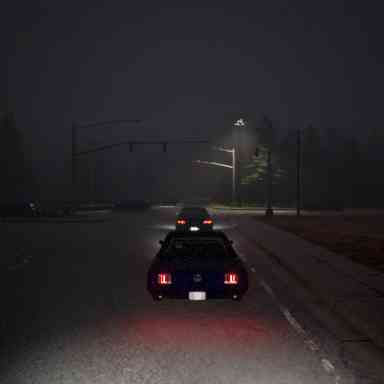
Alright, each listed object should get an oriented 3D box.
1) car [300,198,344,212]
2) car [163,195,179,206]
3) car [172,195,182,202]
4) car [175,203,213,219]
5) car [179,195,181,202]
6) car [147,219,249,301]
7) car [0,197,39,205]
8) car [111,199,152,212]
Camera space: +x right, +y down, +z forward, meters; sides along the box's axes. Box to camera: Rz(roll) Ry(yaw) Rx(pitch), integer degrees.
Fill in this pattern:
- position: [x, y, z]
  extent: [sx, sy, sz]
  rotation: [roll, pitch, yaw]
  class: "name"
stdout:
- position: [14.798, 1.485, 38.046]
  extent: [4.902, 1.511, 2.128]
  rotation: [0, 0, 1]
  class: "car"
- position: [-3.568, 1.528, 54.507]
  extent: [1.994, 1.385, 4.181]
  rotation: [0, 0, 0]
  class: "car"
- position: [-3.387, 1.429, 74.080]
  extent: [1.882, 1.535, 5.008]
  rotation: [0, 0, 1]
  class: "car"
- position: [0.108, 1.512, 17.318]
  extent: [1.812, 1.442, 4.674]
  rotation: [0, 0, 0]
  class: "car"
- position: [-3.521, 1.522, 63.775]
  extent: [1.994, 1.385, 4.181]
  rotation: [0, 0, 1]
  class: "car"
- position: [0.103, 1.596, 8.263]
  extent: [1.895, 1.301, 4.718]
  rotation: [0, 0, 0]
  class: "car"
- position: [-18.326, 1.363, 34.959]
  extent: [4.553, 1.767, 2.097]
  rotation: [0, 0, 1]
  class: "car"
- position: [-7.010, 1.519, 38.449]
  extent: [4.674, 1.442, 1.812]
  rotation: [0, 0, 1]
  class: "car"
